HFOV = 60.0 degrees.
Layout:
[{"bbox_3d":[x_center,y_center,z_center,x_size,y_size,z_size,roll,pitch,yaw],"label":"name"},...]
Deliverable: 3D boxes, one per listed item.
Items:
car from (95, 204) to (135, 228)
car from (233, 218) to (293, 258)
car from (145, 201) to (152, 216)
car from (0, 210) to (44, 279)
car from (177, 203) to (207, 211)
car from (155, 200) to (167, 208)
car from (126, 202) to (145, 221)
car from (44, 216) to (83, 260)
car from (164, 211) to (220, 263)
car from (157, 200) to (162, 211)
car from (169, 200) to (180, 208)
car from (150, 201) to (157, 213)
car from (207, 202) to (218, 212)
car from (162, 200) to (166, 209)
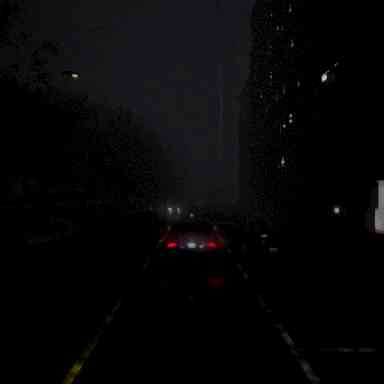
[{"bbox_3d":[-5.702,1.813,24.239,1.947,1.339,4.313,0,-1,0],"label":"car"},{"bbox_3d":[2.685,1.685,13.169,2.008,1.369,4.403,0,-1,0],"label":"car"},{"bbox_3d":[-5.707,1.945,35.315,1.802,1.307,4.206,0,-1,0],"label":"car"},{"bbox_3d":[-5.692,1.393,7.626,2.192,1.841,5.009,0,-1,0],"label":"car"},{"bbox_3d":[0.006,1.855,28.464,1.994,1.385,4.181,0,-1,0],"label":"car"},{"bbox_3d":[-5.852,2.203,63.007,1.887,1.381,4.507,0,-1,0],"label":"car"},{"bbox_3d":[-5.704,1.745,29.778,1.967,1.590,4.097,0,-1,0],"label":"car"},{"bbox_3d":[-5.695,1.658,12.992,1.752,1.417,4.829,0,-1,0],"label":"car"},{"bbox_3d":[0.003,1.675,12.521,2.033,1.411,5.357,0,-1,0],"label":"car"},{"bbox_3d":[-5.713,1.920,46.394,1.967,1.590,4.097,0,-1,0],"label":"car"},{"bbox_3d":[-3.091,2.145,59.479,1.812,1.442,4.674,0,-1,0],"label":"car"},{"bbox_3d":[-5.710,1.945,40.684,1.752,1.417,4.829,0,-1,0],"label":"car"},{"bbox_3d":[2.666,2.030,46.399,2.008,1.369,4.403,0,-1,0],"label":"car"},{"bbox_3d":[-5.797,2.149,57.468,2.008,1.369,4.403,0,-1,0],"label":"car"}]
